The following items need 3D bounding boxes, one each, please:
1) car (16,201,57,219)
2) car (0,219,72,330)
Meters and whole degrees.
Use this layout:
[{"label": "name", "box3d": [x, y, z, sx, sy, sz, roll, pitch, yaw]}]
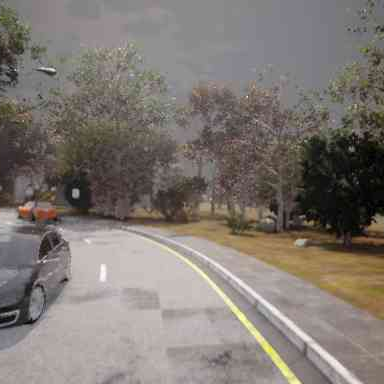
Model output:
[{"label": "car", "box3d": [-13.612, 1.519, 29.067, 4.553, 1.767, 2.097, 1, 0, 44]}, {"label": "car", "box3d": [-3.873, 1.583, 7.192, 1.837, 1.490, 4.892, 1, -1, -10]}]
